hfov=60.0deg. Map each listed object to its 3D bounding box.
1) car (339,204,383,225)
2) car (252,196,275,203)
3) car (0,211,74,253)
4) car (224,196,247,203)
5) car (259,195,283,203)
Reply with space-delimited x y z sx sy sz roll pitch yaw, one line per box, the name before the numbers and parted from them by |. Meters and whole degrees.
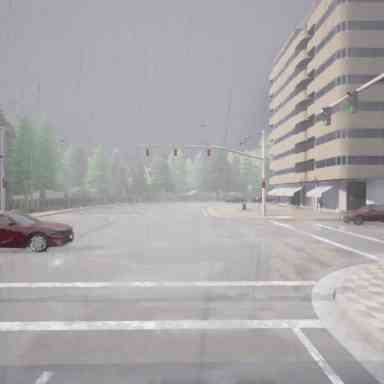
car | 13.172 1.581 24.090 4.674 1.442 1.812 0 0 -1
car | 14.216 1.526 67.838 4.674 1.442 1.812 0 0 -34
car | -7.269 1.489 13.075 5.008 1.535 1.882 0 0 -1
car | 8.903 1.547 68.136 5.357 1.411 2.033 0 0 -38
car | 17.568 1.525 73.739 4.902 1.511 2.128 0 0 -23
